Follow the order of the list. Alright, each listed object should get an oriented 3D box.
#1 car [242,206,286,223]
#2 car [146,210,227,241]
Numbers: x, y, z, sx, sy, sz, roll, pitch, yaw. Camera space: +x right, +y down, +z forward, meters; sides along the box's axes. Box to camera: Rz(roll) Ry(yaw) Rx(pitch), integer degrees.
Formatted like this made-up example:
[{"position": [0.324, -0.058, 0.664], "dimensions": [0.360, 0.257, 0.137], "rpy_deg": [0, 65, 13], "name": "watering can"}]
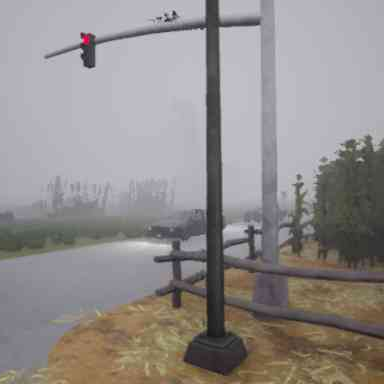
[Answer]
[{"position": [5.798, 1.763, 26.486], "dimensions": [1.895, 1.301, 4.718], "rpy_deg": [-1, -1, 35], "name": "car"}, {"position": [-0.070, 1.698, 18.032], "dimensions": [2.033, 1.411, 5.357], "rpy_deg": [-1, -1, 35], "name": "car"}]
